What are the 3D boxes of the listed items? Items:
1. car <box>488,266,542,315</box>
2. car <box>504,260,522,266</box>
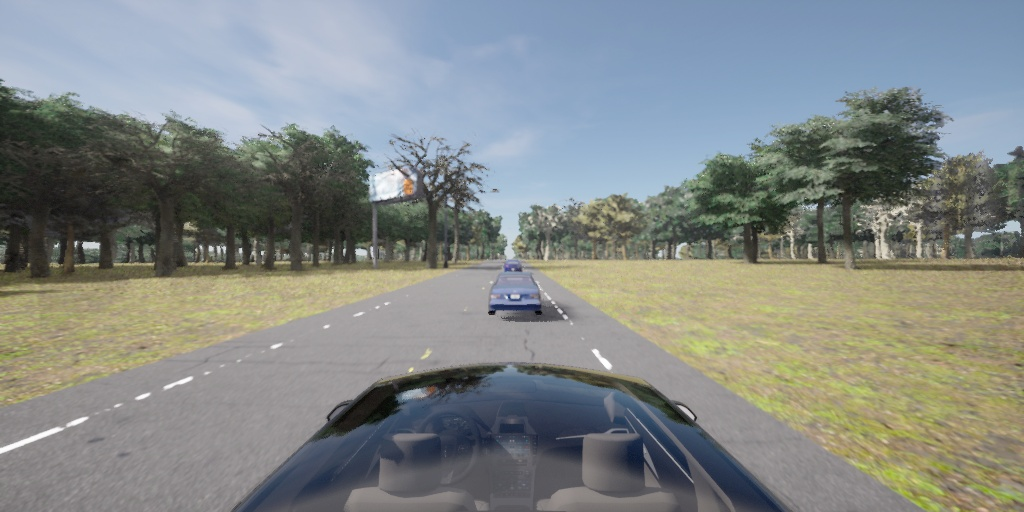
[{"bbox_3d":[0.102,1.302,13.662,2.033,1.411,5.357,0,0,0],"label":"car"},{"bbox_3d":[0.111,1.120,38.194,1.812,1.442,4.674,0,1,0],"label":"car"}]
